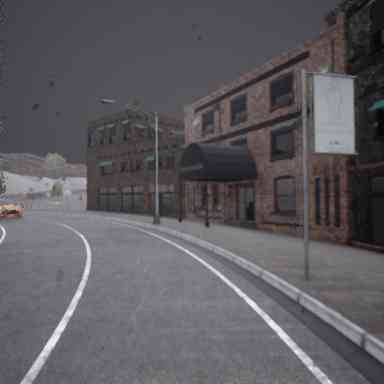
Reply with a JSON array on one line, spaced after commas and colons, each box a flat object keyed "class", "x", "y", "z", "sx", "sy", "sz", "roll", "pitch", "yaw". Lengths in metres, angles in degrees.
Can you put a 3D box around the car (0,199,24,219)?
[{"class": "car", "x": -16.126, "y": 1.360, "z": 28.364, "sx": 4.553, "sy": 1.767, "sz": 2.097, "roll": 0, "pitch": -1, "yaw": 45}]
